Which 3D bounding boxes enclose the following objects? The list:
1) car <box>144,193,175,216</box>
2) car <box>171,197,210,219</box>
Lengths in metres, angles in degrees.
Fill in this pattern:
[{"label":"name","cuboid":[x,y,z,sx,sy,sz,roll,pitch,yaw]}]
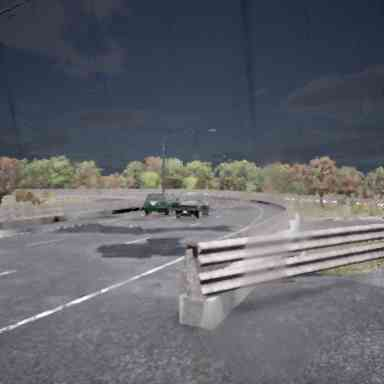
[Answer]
[{"label":"car","cuboid":[-2.596,1.096,30.755,2.150,2.045,5.566,0,0,15]},{"label":"car","cuboid":[0.188,1.360,27.802,1.882,1.535,5.008,0,0,17]}]
